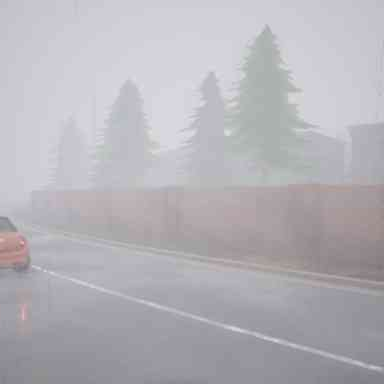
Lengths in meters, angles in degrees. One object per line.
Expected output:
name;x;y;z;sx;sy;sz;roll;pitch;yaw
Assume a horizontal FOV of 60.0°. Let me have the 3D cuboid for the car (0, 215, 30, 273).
car;-6.656;1.402;9.849;4.553;1.767;2.097;0;0;43
